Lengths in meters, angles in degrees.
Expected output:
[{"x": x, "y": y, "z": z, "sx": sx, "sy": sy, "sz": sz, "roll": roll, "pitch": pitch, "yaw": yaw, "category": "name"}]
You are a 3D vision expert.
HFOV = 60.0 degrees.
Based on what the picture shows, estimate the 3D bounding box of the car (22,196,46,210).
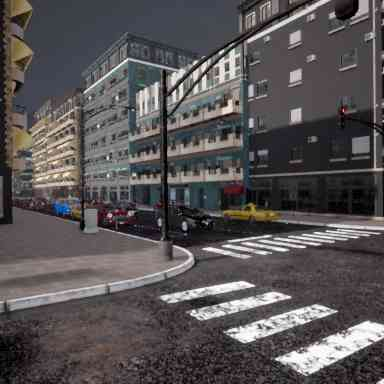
[{"x": -21.920, "y": 1.628, "z": 46.448, "sx": 1.967, "sy": 1.590, "sz": 4.097, "roll": -1, "pitch": 1, "yaw": -35, "category": "car"}]

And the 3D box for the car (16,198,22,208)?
[{"x": -25.132, "y": 1.770, "z": 50.954, "sx": 1.947, "sy": 1.339, "sz": 4.313, "roll": -1, "pitch": 1, "yaw": -35, "category": "car"}]

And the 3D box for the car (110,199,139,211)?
[{"x": -8.669, "y": 1.582, "z": 42.303, "sx": 2.008, "sy": 1.369, "sz": 4.403, "roll": -1, "pitch": 1, "yaw": -35, "category": "car"}]

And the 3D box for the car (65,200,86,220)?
[{"x": -8.965, "y": 1.652, "z": 28.288, "sx": 1.752, "sy": 1.417, "sz": 4.829, "roll": -1, "pitch": 1, "yaw": -35, "category": "car"}]

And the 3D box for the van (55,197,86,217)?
[{"x": -12.280, "y": 1.483, "z": 32.930, "sx": 1.690, "sy": 1.788, "sz": 3.998, "roll": -1, "pitch": 1, "yaw": -35, "category": "van"}]

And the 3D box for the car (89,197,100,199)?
[{"x": -15.098, "y": 1.502, "z": 51.313, "sx": 1.967, "sy": 1.590, "sz": 4.097, "roll": -1, "pitch": 1, "yaw": -35, "category": "car"}]

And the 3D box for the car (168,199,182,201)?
[{"x": -2.243, "y": 1.441, "z": 33.291, "sx": 1.967, "sy": 1.590, "sz": 4.097, "roll": -1, "pitch": 1, "yaw": -35, "category": "car"}]

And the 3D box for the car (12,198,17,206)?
[{"x": -31.560, "y": 1.783, "z": 59.965, "sx": 1.887, "sy": 1.381, "sz": 4.507, "roll": -1, "pitch": 1, "yaw": -35, "category": "car"}]

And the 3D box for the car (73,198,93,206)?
[{"x": -18.311, "y": 1.644, "z": 55.820, "sx": 1.947, "sy": 1.339, "sz": 4.313, "roll": -1, "pitch": 1, "yaw": -35, "category": "car"}]

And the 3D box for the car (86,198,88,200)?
[{"x": -14.988, "y": 1.673, "z": 41.232, "sx": 2.033, "sy": 1.411, "sz": 5.357, "roll": -1, "pitch": 0, "yaw": -35, "category": "car"}]

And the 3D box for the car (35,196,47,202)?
[{"x": -37.594, "y": 1.728, "z": 82.853, "sx": 1.887, "sy": 1.381, "sz": 4.507, "roll": -1, "pitch": 1, "yaw": -35, "category": "car"}]

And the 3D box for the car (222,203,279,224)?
[{"x": 4.087, "y": 1.498, "z": 24.420, "sx": 1.752, "sy": 1.417, "sz": 4.829, "roll": -1, "pitch": 1, "yaw": -35, "category": "car"}]

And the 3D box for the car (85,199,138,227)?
[{"x": -5.851, "y": 1.553, "z": 23.921, "sx": 1.967, "sy": 1.590, "sz": 4.097, "roll": -1, "pitch": 1, "yaw": -35, "category": "car"}]

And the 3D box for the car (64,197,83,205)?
[{"x": -21.524, "y": 1.645, "z": 60.325, "sx": 2.008, "sy": 1.369, "sz": 4.403, "roll": -1, "pitch": 1, "yaw": -35, "category": "car"}]

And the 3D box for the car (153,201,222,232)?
[{"x": -0.553, "y": 1.564, "z": 20.956, "sx": 1.837, "sy": 1.490, "sz": 4.892, "roll": -1, "pitch": 1, "yaw": -35, "category": "car"}]

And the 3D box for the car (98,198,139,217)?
[{"x": -6.314, "y": 1.577, "z": 29.033, "sx": 2.128, "sy": 1.511, "sz": 4.902, "roll": -1, "pitch": 0, "yaw": -35, "category": "car"}]
